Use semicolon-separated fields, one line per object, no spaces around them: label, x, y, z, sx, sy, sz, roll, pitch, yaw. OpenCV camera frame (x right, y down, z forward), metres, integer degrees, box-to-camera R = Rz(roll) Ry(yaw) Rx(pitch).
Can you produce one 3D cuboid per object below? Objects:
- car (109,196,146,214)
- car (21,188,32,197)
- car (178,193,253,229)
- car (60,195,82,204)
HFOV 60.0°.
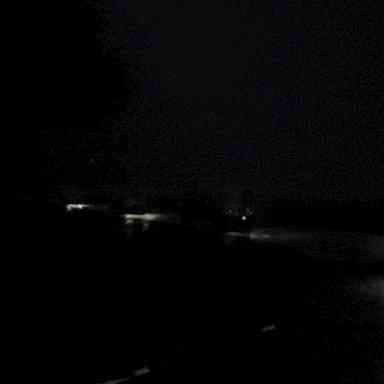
car;-6.138;1.132;31.293;1.882;1.535;5.008;-1;1;-36
car;-41.083;0.109;84.316;2.150;2.045;5.566;-1;1;-36
car;1.323;1.079;21.004;2.150;2.045;5.566;-1;1;-36
car;-16.770;1.003;46.047;1.895;1.301;4.718;0;1;-35
